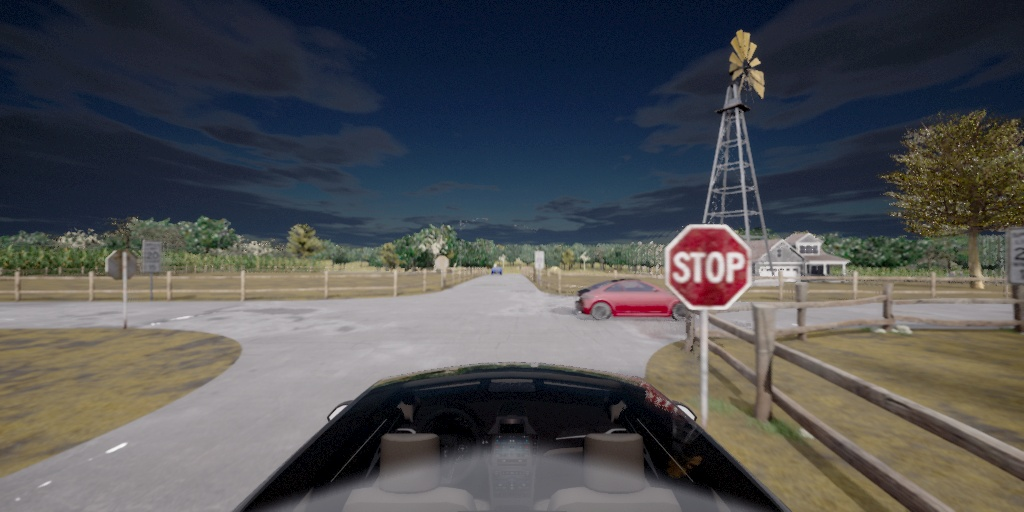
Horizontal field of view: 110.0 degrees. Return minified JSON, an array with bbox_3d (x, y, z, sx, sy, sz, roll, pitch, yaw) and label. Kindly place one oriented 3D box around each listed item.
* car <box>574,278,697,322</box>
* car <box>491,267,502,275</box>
[{"bbox_3d":[4.337,1.493,12.711,4.181,1.385,1.994,0,0,0],"label":"car"},{"bbox_3d":[-2.731,2.670,64.553,1.882,1.535,5.008,0,-2,0],"label":"car"}]
